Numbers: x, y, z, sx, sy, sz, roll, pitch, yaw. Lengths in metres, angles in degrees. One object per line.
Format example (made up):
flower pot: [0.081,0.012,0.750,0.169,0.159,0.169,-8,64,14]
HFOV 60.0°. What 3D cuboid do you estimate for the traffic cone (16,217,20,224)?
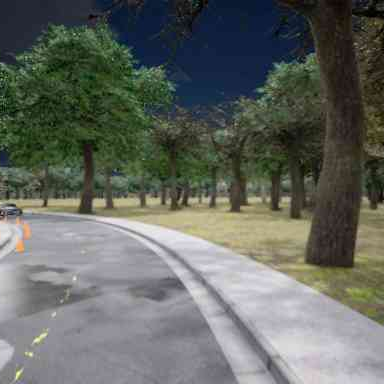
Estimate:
traffic cone: [-13.876,2.270,26.505,0.340,0.580,0.340,0,-1,-36]

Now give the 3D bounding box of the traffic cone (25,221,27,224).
traffic cone: [-11.253,2.229,22.526,0.340,0.580,0.340,0,-1,-31]

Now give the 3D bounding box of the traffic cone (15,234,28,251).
traffic cone: [-7.193,2.141,13.920,0.340,0.580,0.340,0,-1,-20]

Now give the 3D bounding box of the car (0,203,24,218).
car: [-19.848,1.916,35.788,4.892,1.490,1.837,-1,-1,42]

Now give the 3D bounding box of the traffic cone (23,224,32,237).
traffic cone: [-9.020,2.187,18.319,0.340,0.580,0.340,0,-1,-25]

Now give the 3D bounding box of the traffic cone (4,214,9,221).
traffic cone: [-16.862,2.310,30.218,0.340,0.580,0.340,0,-1,-42]
